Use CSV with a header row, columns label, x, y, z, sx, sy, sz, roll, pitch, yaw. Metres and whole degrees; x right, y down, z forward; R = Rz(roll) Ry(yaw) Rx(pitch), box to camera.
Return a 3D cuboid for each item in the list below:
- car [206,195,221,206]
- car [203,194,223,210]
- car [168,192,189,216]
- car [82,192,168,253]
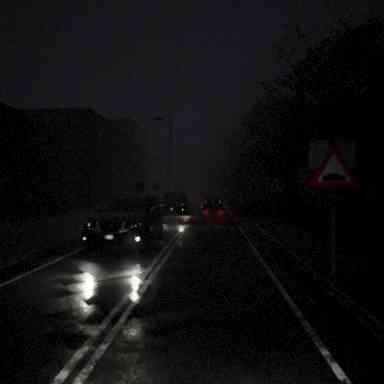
label,x,y,z,sx,sy,sz,roll,pitch,yaw
car,3.100,1.183,48.296,2.033,1.411,5.357,0,0,4
car,2.419,1.062,38.193,2.097,1.767,4.553,0,0,4
car,-1.498,0.987,29.533,2.150,2.045,5.566,0,0,3
car,-2.542,1.121,13.647,2.150,2.045,5.566,0,0,4
